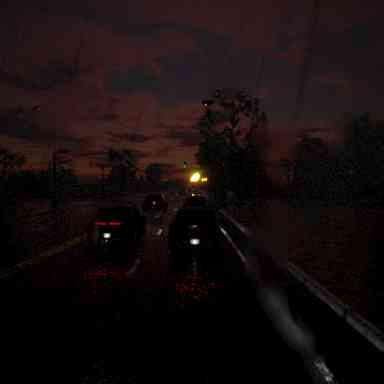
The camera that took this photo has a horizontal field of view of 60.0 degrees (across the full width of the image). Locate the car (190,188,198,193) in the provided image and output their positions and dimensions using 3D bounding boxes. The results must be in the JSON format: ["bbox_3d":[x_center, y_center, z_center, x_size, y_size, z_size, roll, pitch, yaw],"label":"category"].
[{"bbox_3d":[0.587,-0.093,91.817,2.150,2.045,5.566,0,1,1],"label":"car"}]

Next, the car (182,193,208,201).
[{"bbox_3d":[0.343,1.091,29.958,1.837,1.490,4.892,0,1,4],"label":"car"}]

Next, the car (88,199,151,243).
[{"bbox_3d":[-3.150,1.304,14.732,1.837,1.490,4.892,0,1,0],"label":"car"}]

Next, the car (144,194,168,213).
[{"bbox_3d":[-3.306,0.933,30.336,2.097,1.767,4.553,0,1,-2],"label":"car"}]

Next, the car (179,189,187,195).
[{"bbox_3d":[-2.656,0.227,92.231,1.994,1.385,4.181,0,1,1],"label":"car"}]

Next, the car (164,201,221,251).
[{"bbox_3d":[0.100,1.324,13.266,1.837,1.490,4.892,0,1,0],"label":"car"}]
